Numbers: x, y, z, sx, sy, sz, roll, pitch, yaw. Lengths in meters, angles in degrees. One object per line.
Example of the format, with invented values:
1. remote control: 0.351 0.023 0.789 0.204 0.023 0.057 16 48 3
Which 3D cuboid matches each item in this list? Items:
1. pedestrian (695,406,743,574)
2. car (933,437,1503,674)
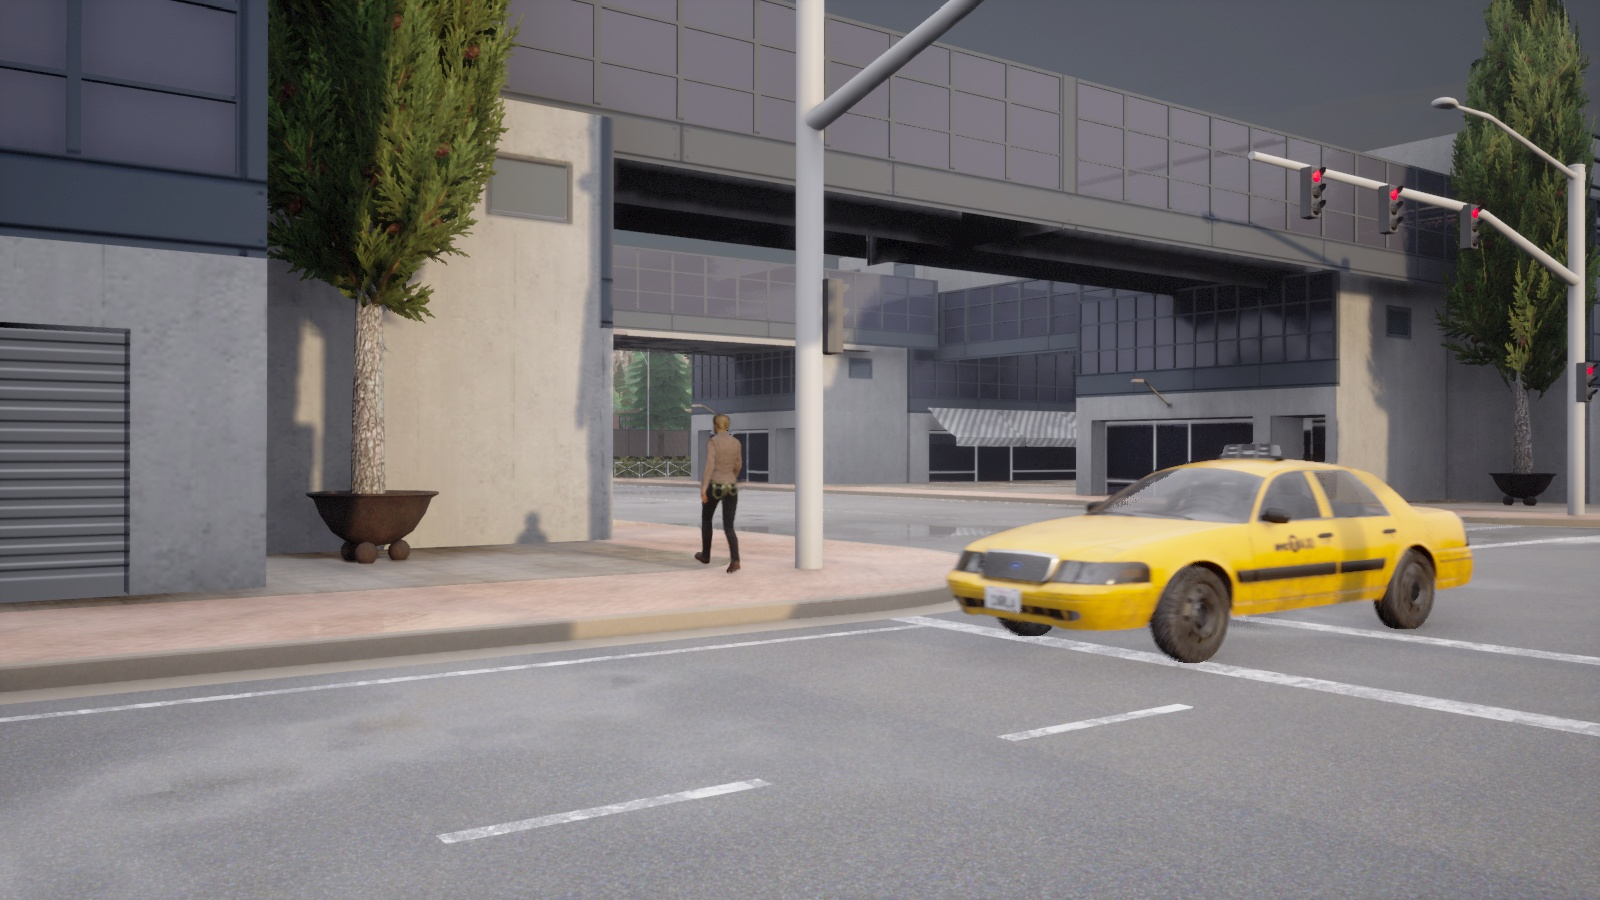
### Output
1. pedestrian: -0.919 0.440 14.192 0.331 1.846 0.634 0 0 -25
2. car: 3.735 0.702 10.642 5.366 1.575 1.801 0 0 -36
